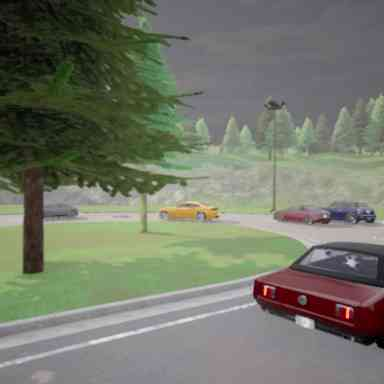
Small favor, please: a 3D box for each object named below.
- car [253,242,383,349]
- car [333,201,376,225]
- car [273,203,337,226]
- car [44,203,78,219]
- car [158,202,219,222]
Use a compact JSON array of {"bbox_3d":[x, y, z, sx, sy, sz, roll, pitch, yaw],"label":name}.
[{"bbox_3d":[3.336,1.624,6.304,4.718,1.301,1.895,0,0,-41],"label":"car"},{"bbox_3d":[11.559,1.440,25.633,2.097,1.767,4.553,0,0,-29],"label":"car"},{"bbox_3d":[8.052,1.635,24.572,1.994,1.385,4.181,1,0,-33],"label":"car"},{"bbox_3d":[-11.760,1.552,27.970,4.181,1.385,1.994,0,0,-29],"label":"car"},{"bbox_3d":[-0.307,1.515,26.605,5.008,1.535,1.882,0,-1,21],"label":"car"}]
